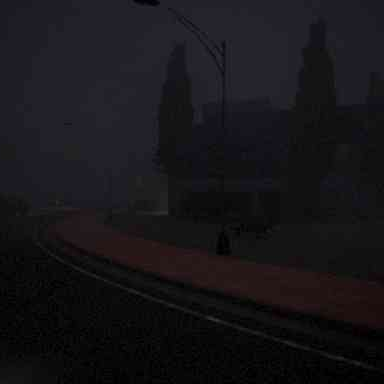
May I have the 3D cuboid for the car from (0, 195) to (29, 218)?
[{"bbox_3d":[-16.928,1.267,30.297,2.150,2.045,5.566,0,0,-5],"label":"car"}]

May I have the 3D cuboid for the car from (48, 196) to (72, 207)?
[{"bbox_3d":[-20.587,1.475,52.752,2.097,1.767,4.553,0,0,20],"label":"car"}]

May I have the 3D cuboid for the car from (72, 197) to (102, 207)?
[{"bbox_3d":[-16.495,1.639,53.762,2.128,1.511,4.902,0,0,20],"label":"car"}]
